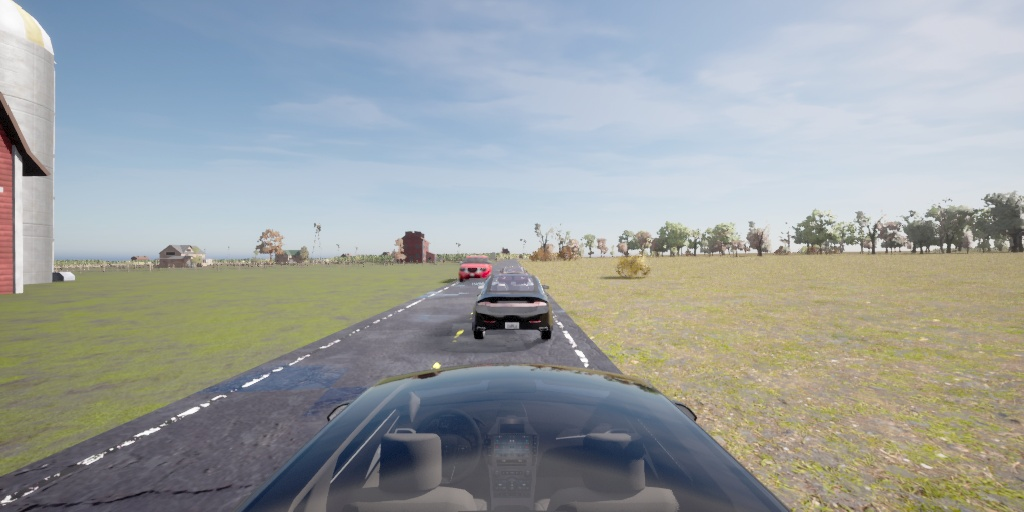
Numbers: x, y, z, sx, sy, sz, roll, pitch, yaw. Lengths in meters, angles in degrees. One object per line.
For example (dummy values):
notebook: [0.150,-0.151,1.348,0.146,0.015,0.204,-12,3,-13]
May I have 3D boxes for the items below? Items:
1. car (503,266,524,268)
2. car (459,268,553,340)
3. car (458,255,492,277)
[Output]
car: [0.105,1.357,24.166,1.895,1.301,4.718,0,0,1]
car: [0.030,1.243,9.928,2.128,1.511,4.902,0,0,1]
car: [-2.771,0.979,28.103,2.150,2.045,5.566,0,0,1]
